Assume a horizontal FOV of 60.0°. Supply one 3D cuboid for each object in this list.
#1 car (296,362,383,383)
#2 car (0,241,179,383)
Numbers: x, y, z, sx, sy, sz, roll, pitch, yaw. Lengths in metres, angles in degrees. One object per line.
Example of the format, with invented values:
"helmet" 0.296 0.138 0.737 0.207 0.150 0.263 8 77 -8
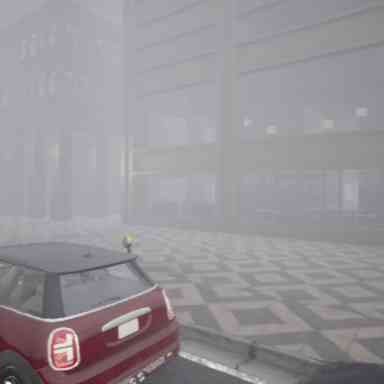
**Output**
"car" 2.328 1.574 1.299 4.313 1.339 1.947 0 0 35
"car" -2.233 1.413 4.551 4.097 1.590 1.967 0 0 35
